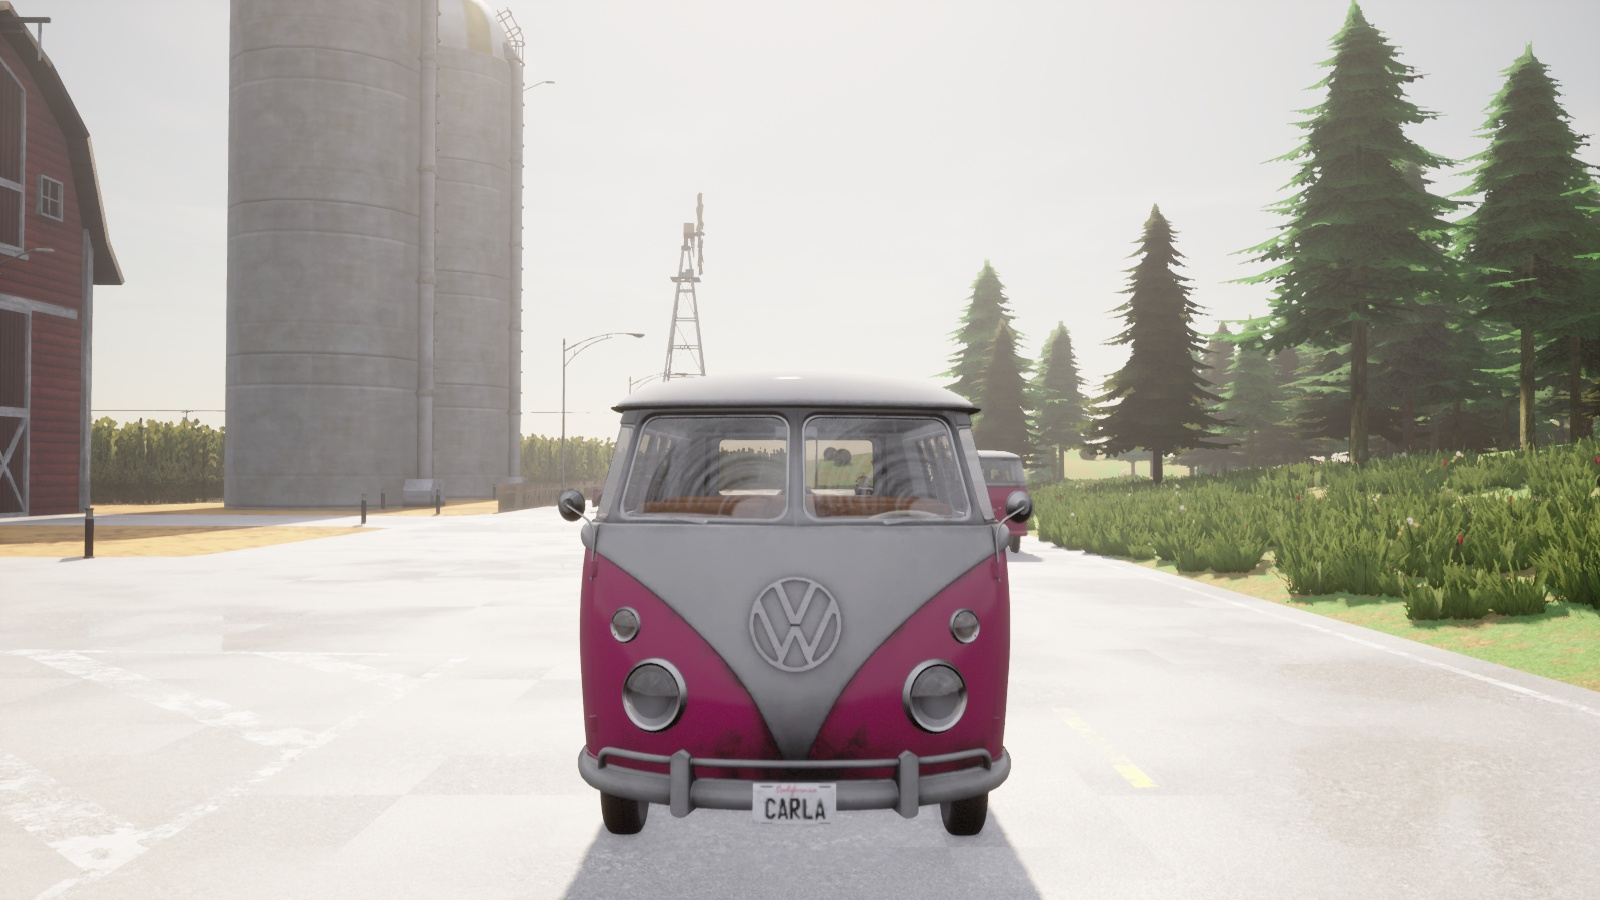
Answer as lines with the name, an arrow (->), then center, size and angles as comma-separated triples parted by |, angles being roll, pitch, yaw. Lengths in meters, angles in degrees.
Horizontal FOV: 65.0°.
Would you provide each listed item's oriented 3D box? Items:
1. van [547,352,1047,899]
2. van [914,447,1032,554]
van -> -0.019, 0.679, 6.700 | 1.775, 1.987, 4.442 | 0, -1, 0
van -> 3.433, 0.984, 25.665 | 1.775, 1.987, 4.442 | 0, -1, 0
